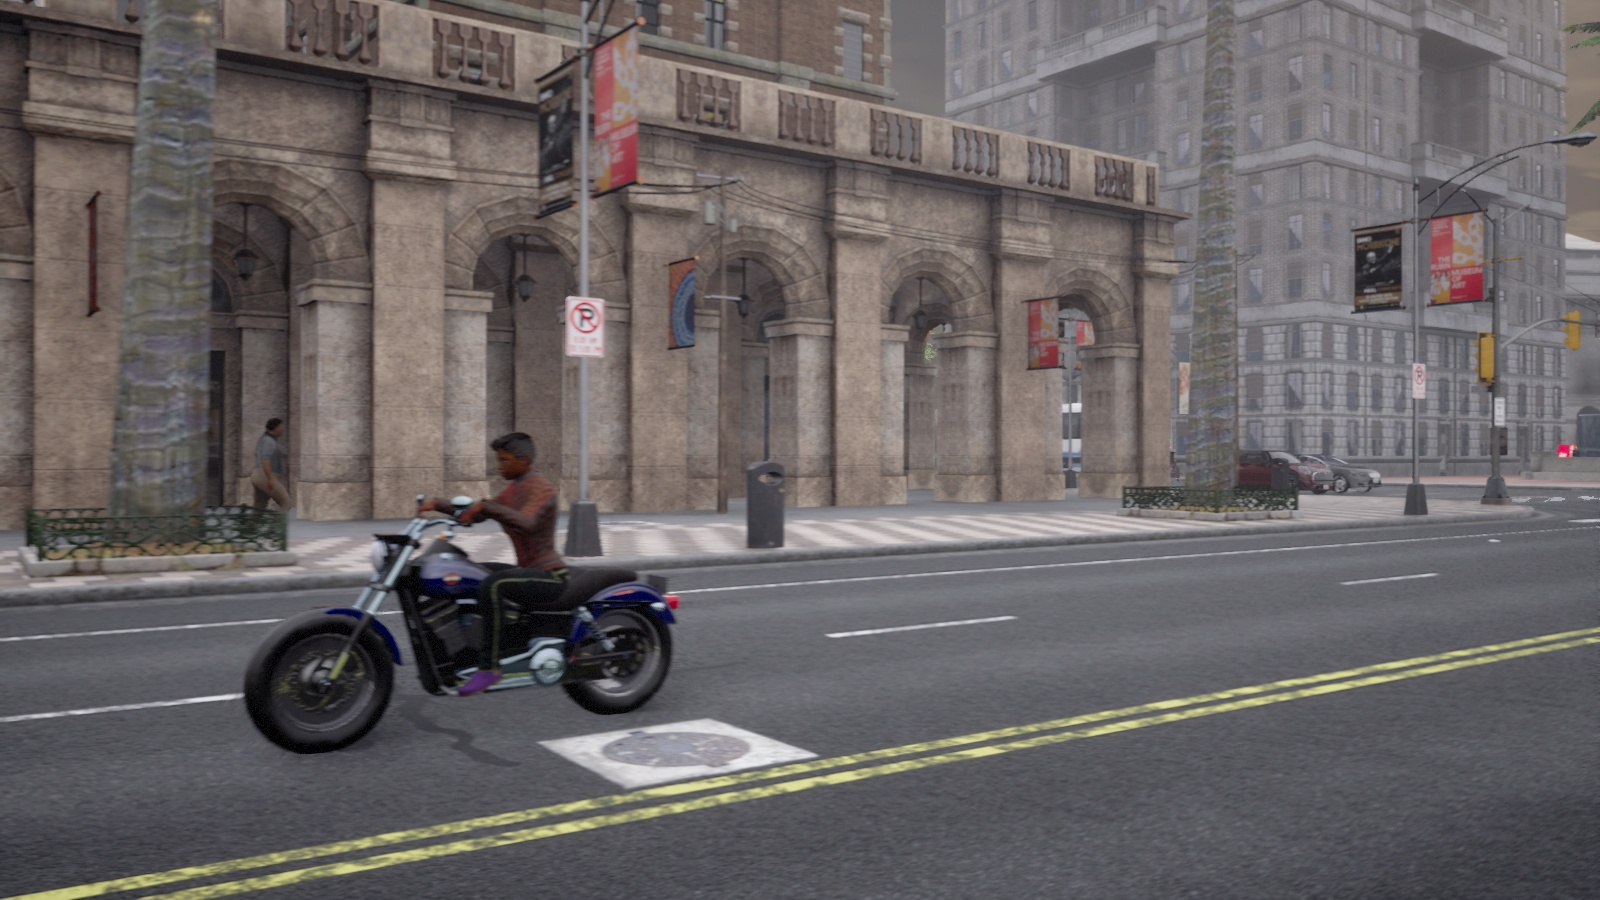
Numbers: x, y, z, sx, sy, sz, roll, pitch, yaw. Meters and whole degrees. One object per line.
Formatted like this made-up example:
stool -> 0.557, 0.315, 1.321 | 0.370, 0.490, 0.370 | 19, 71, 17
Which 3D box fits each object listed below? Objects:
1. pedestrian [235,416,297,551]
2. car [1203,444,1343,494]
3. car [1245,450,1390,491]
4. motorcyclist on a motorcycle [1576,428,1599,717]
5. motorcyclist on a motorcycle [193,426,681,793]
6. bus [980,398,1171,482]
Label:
pedestrian -> -7.504, 0.460, 17.650 | 0.694, 1.848, 0.540 | 0, 0, -36
car -> 17.686, 0.681, 47.134 | 2.097, 1.767, 4.553 | 0, 0, -35
car -> 20.320, 0.779, 49.465 | 2.128, 1.511, 4.902 | 0, 0, -35
motorcyclist on a motorcycle -> 5.675, 0.702, 7.624 | 2.350, 1.649, 0.766 | 0, 0, -35
motorcyclist on a motorcycle -> -1.851, 0.715, 6.636 | 2.350, 1.649, 0.766 | 0, 0, -35
bus -> 14.959, -0.494, 69.225 | 3.944, 4.253, 10.273 | 0, 0, -35
